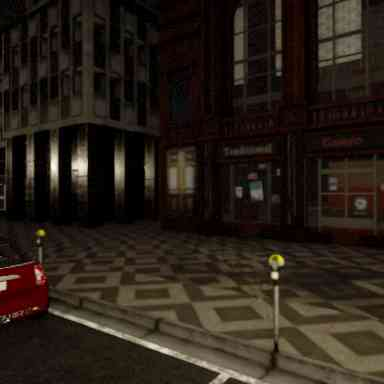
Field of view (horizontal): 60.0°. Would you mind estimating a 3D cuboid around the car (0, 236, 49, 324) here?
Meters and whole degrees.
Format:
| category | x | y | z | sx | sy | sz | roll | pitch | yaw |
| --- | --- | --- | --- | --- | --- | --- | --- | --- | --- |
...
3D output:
| category | x | y | z | sx | sy | sz | roll | pitch | yaw |
| --- | --- | --- | --- | --- | --- | --- | --- | --- | --- |
| car | -4.534 | 1.490 | 6.189 | 4.097 | 1.590 | 1.967 | 0 | 0 | 35 |
